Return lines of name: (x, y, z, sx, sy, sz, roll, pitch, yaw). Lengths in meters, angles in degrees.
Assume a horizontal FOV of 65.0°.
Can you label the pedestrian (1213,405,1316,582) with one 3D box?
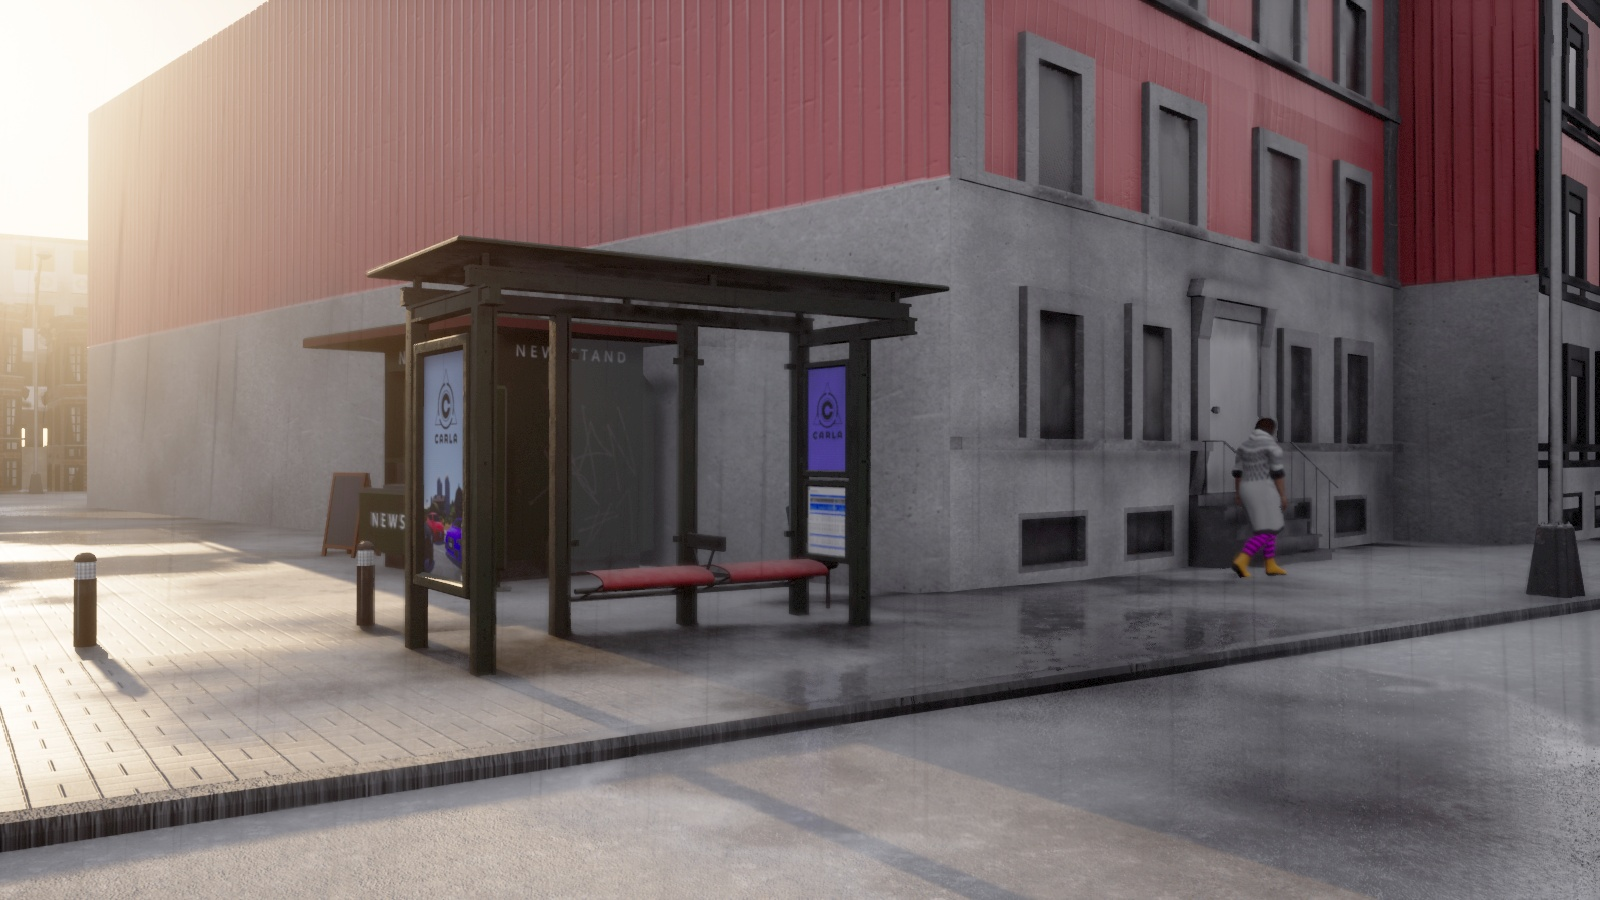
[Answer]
pedestrian: (5.258, 0.478, 14.240, 0.873, 1.952, 0.659, 0, 0, -18)
